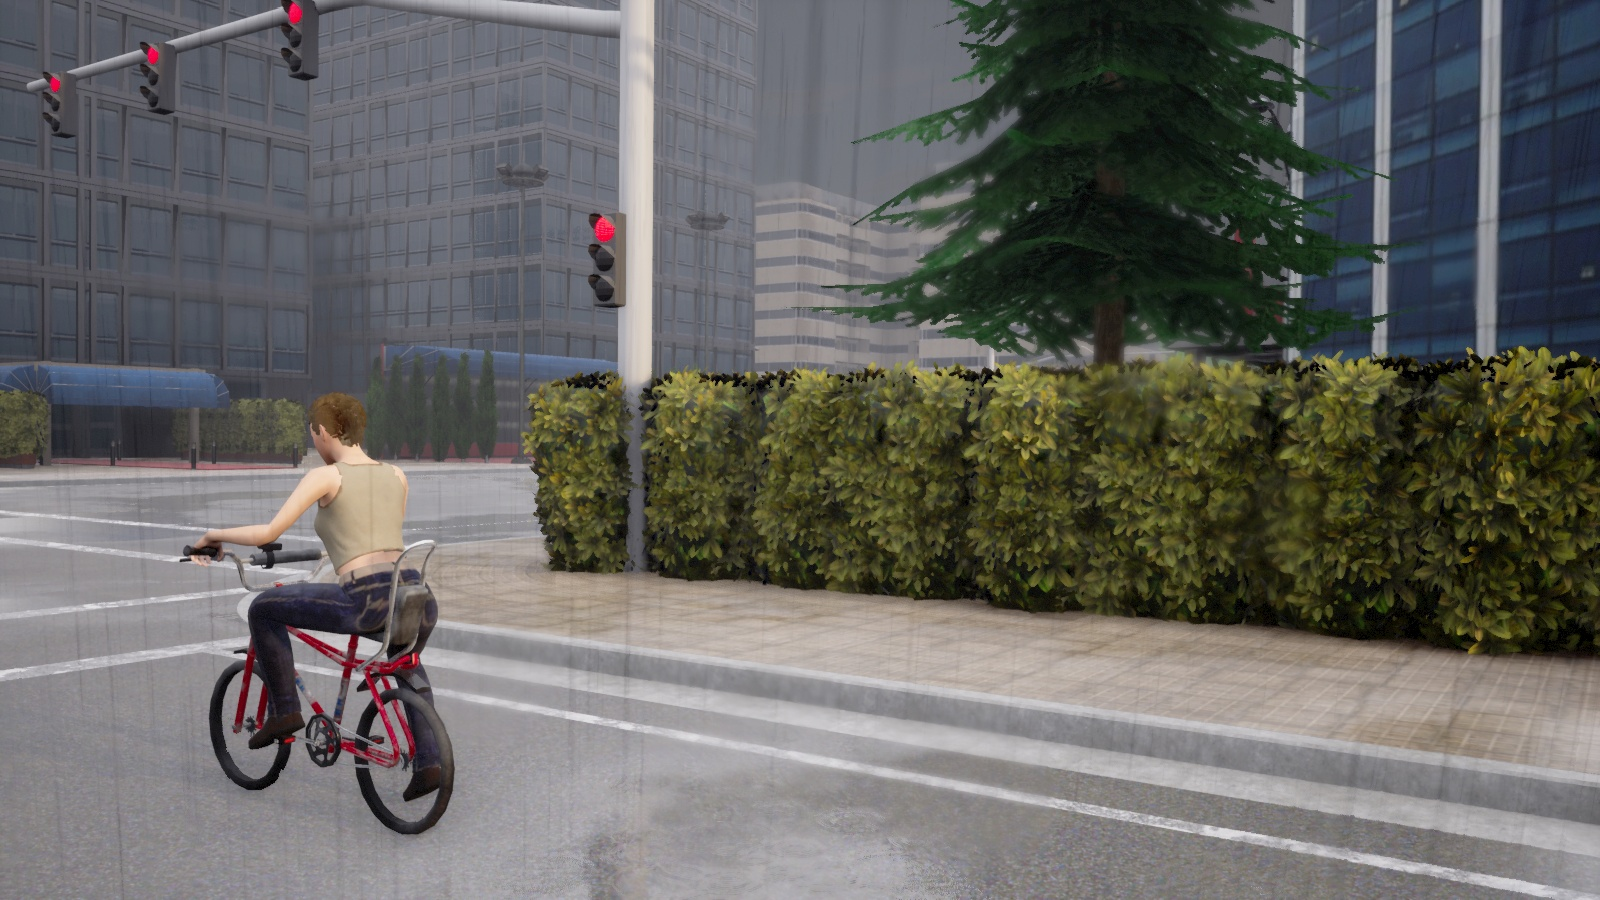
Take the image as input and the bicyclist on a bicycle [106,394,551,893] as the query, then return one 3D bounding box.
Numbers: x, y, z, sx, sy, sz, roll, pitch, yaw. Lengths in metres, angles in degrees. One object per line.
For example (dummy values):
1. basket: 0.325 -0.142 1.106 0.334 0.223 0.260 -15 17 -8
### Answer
1. bicyclist on a bicycle: -1.824 0.618 4.828 1.509 1.612 0.866 0 1 34
